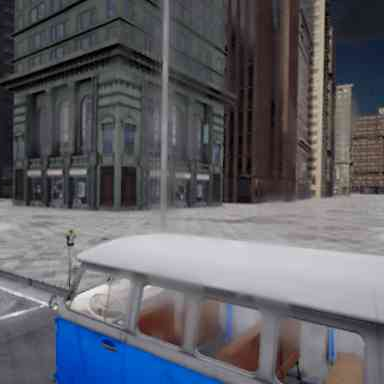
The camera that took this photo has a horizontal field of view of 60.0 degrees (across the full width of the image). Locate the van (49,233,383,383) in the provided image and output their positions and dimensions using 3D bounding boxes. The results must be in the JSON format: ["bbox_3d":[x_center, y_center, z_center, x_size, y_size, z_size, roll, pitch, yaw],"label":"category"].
[{"bbox_3d":[0.552,1.334,2.600,3.998,1.788,1.690,1,1,36],"label":"van"}]
